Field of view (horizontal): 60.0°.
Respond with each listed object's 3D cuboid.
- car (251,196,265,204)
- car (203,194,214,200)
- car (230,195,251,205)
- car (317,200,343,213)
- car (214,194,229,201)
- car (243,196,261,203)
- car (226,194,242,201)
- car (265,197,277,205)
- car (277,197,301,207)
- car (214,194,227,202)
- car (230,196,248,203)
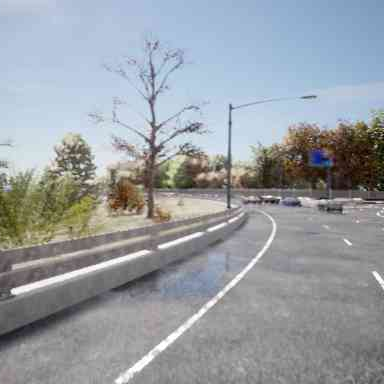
[{"bbox_3d":[12.199,1.755,65.790,1.895,1.301,4.718,1,0,-10],"label":"car"},{"bbox_3d":[4.130,1.275,82.952,1.882,1.535,5.008,1,0,-22],"label":"car"},{"bbox_3d":[8.998,1.645,63.604,2.033,1.411,5.357,1,0,-10],"label":"car"},{"bbox_3d":[16.996,1.773,41.171,2.128,1.511,4.902,1,0,3],"label":"car"},{"bbox_3d":[7.432,1.359,84.111,1.837,1.490,4.892,1,0,-22],"label":"car"},{"bbox_3d":[13.617,1.649,75.736,1.882,1.535,5.008,1,0,-16],"label":"car"},{"bbox_3d":[10.733,1.420,85.271,1.837,1.490,4.892,1,0,-22],"label":"car"},{"bbox_3d":[15.703,1.700,66.037,1.882,1.535,5.008,1,0,-10],"label":"car"},{"bbox_3d":[16.749,1.604,56.505,2.097,1.767,4.553,1,0,-5],"label":"car"},{"bbox_3d":[7.126,1.591,72.966,2.033,1.411,5.357,1,0,-14],"label":"car"},{"bbox_3d":[10.355,1.636,74.418,2.128,1.511,4.902,1,0,-16],"label":"car"}]
